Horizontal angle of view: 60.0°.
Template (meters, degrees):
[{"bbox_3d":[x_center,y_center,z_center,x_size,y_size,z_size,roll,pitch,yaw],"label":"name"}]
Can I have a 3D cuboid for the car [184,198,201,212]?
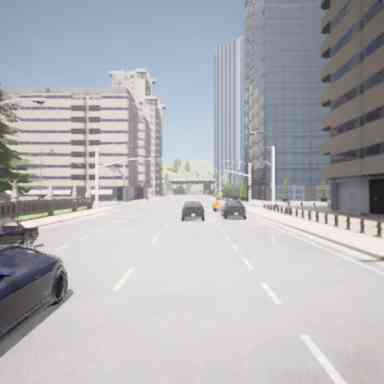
[{"bbox_3d":[-0.013,1.511,38.819,1.812,1.442,4.674,0,0,-2],"label":"car"}]

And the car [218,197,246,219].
[{"bbox_3d":[3.573,1.494,29.144,1.837,1.490,4.892,0,0,0],"label":"car"}]

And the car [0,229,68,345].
[{"bbox_3d":[-3.578,1.562,5.260,1.994,1.385,4.181,0,0,0],"label":"car"}]

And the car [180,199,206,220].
[{"bbox_3d":[0.090,1.495,27.593,1.837,1.490,4.892,0,0,0],"label":"car"}]

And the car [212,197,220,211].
[{"bbox_3d":[3.563,1.334,39.817,2.097,1.767,4.553,0,0,0],"label":"car"}]

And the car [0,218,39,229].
[{"bbox_3d":[-7.094,1.597,11.215,1.895,1.301,4.718,0,0,0],"label":"car"}]
